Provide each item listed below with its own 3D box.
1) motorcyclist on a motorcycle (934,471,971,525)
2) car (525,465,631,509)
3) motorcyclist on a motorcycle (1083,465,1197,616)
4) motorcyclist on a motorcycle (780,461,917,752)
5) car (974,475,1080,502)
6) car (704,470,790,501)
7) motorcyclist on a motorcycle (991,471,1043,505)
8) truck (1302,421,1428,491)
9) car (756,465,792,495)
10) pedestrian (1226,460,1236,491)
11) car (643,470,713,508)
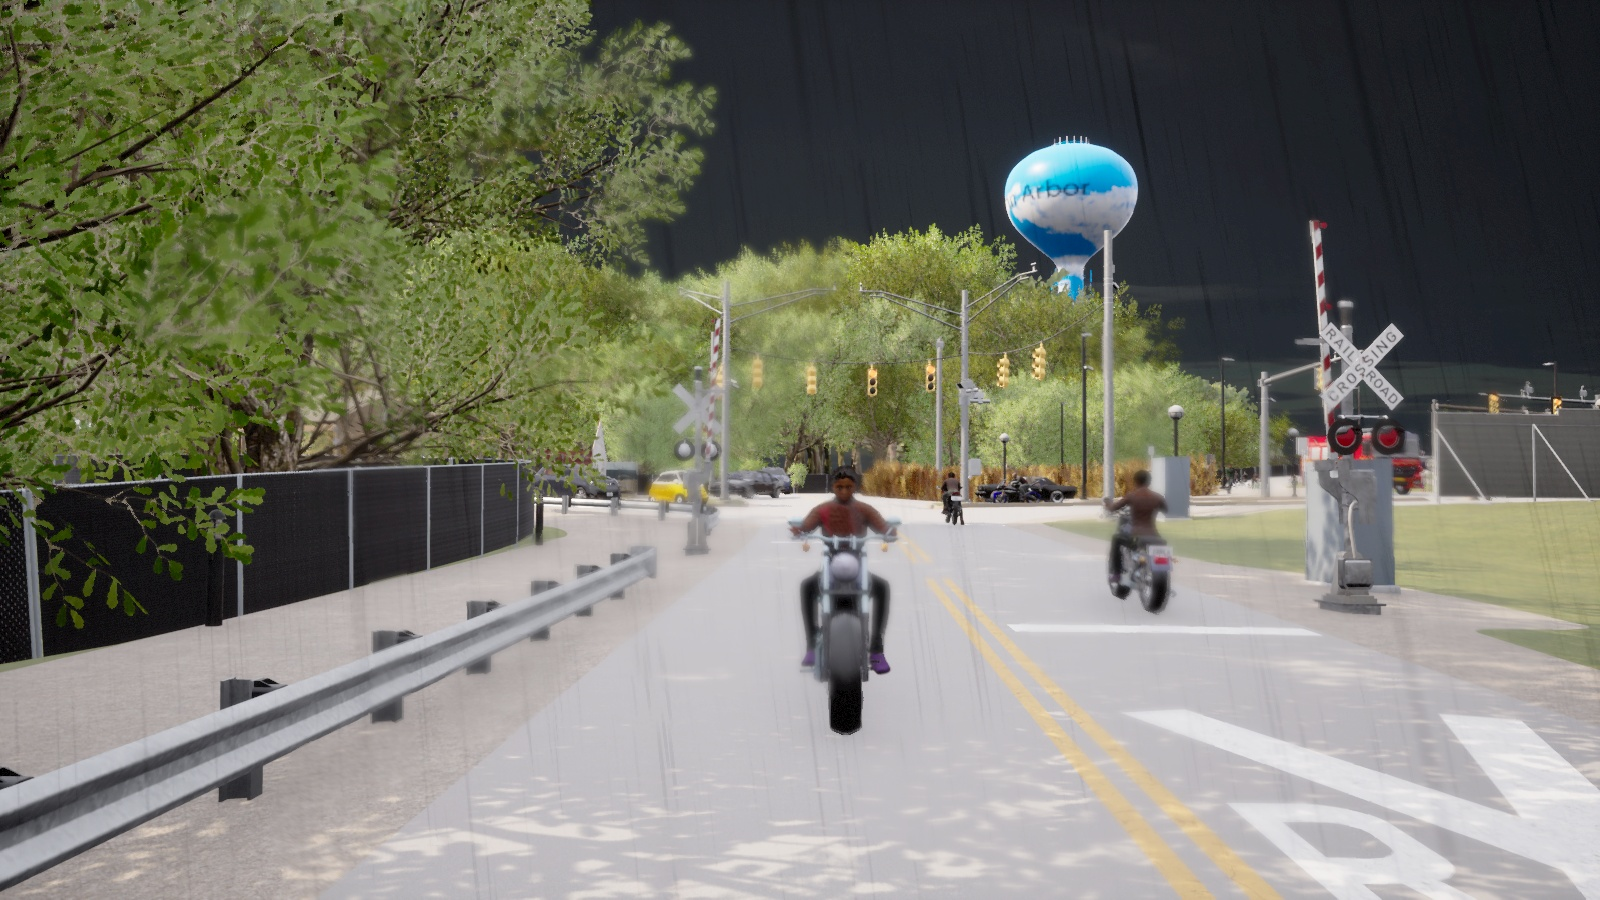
[{"bbox_3d":[4.415,1.370,36.557,0.797,1.523,2.044,1,-1,-1],"label":"motorcyclist on a motorcycle"},{"bbox_3d":[-7.955,1.329,44.830,3.633,1.501,1.845,-1,-3,41],"label":"car"},{"bbox_3d":[3.984,1.013,14.914,0.766,1.649,2.350,0,-1,2],"label":"motorcyclist on a motorcycle"},{"bbox_3d":[0.306,0.904,8.304,0.766,1.649,2.350,0,-1,2],"label":"motorcyclist on a motorcycle"},{"bbox_3d":[10.901,1.856,60.602,4.718,1.301,1.895,0,-1,-4],"label":"car"},{"bbox_3d":[-2.579,1.734,62.557,2.033,1.411,5.357,1,-1,25],"label":"car"},{"bbox_3d":[9.851,1.730,57.019,2.191,1.530,0.866,0,-1,-4],"label":"motorcyclist on a motorcycle"},{"bbox_3d":[32.597,0.409,72.909,2.891,3.827,8.468,0,-1,-5],"label":"truck"},{"bbox_3d":[-1.635,1.828,76.529,2.097,1.767,4.553,0,-2,-2],"label":"car"},{"bbox_3d":[25.687,1.503,74.887,0.353,1.847,0.614,0,-3,-3],"label":"pedestrian"},{"bbox_3d":[-4.660,1.502,47.847,2.207,1.376,1.481,-2,-3,34],"label":"car"}]
